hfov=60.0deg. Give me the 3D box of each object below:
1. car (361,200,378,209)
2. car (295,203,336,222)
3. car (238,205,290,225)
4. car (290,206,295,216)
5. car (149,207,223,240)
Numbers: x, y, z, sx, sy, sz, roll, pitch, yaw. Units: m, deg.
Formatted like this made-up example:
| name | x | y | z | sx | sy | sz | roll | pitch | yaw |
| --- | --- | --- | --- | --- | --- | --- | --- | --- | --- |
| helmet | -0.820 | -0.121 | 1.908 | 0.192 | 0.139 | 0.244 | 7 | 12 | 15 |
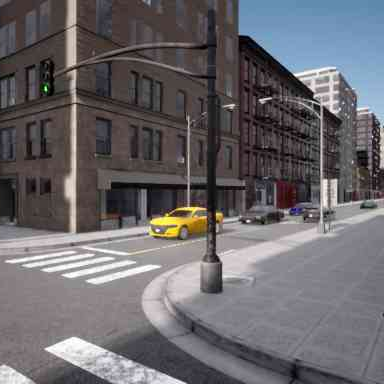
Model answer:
| name | x | y | z | sx | sy | sz | roll | pitch | yaw |
| --- | --- | --- | --- | --- | --- | --- | --- | --- | --- |
| car | 27.629 | 1.901 | 51.836 | 1.994 | 1.385 | 4.181 | 0 | 0 | 35 |
| car | 10.811 | 1.676 | 28.227 | 2.128 | 1.511 | 4.902 | 0 | 0 | 35 |
| car | 5.551 | 1.703 | 25.932 | 2.033 | 1.411 | 5.357 | 0 | 0 | 35 |
| car | 11.536 | 1.814 | 34.314 | 1.895 | 1.301 | 4.718 | 0 | 0 | 36 |
| car | -0.188 | 1.575 | 17.872 | 1.882 | 1.535 | 5.008 | 0 | 0 | 35 |
